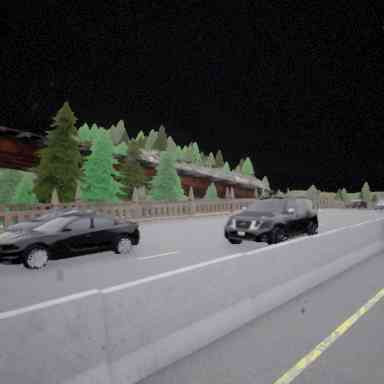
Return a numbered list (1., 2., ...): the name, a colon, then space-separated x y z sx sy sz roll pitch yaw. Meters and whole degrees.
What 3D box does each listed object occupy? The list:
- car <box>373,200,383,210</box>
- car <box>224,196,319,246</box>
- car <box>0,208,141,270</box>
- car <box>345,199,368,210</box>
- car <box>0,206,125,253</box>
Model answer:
1. car: 25.543 1.760 43.858 1.812 1.442 4.674 0 -2 42
2. car: 3.751 1.236 14.836 2.150 2.045 5.566 0 0 42
3. car: -4.072 1.494 11.434 1.882 1.535 5.008 0 0 42
4. car: 22.958 1.634 46.218 1.812 1.442 4.674 0 -2 42
5. car: -5.639 1.512 14.913 2.128 1.511 4.902 0 0 42
